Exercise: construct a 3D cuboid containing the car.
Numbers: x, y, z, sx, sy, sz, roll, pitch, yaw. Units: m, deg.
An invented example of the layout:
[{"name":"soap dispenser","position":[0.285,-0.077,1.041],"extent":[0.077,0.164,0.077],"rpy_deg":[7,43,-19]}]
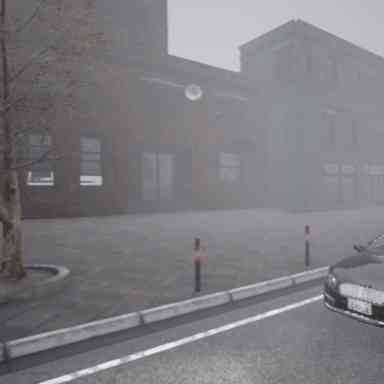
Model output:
[{"name":"car","position":[4.552,1.458,6.498],"extent":[4.902,1.511,2.128],"rpy_deg":[-1,0,-35]}]
